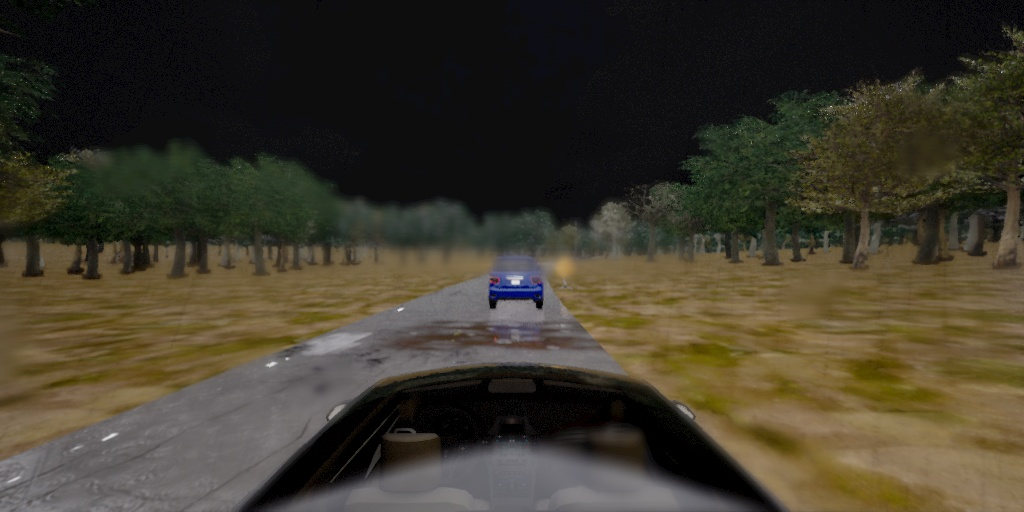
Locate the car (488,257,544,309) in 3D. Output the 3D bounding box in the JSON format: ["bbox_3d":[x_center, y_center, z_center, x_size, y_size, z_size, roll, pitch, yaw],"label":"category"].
[{"bbox_3d":[0.232,1.067,15.797,2.150,2.045,5.566,0,0,2],"label":"car"}]

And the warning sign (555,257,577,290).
[{"bbox_3d":[3.122,0.997,21.121,1.300,1.860,1.060,0,0,3],"label":"warning sign"}]
